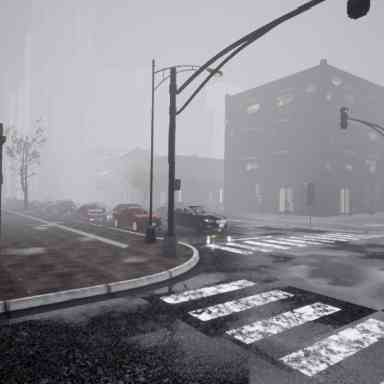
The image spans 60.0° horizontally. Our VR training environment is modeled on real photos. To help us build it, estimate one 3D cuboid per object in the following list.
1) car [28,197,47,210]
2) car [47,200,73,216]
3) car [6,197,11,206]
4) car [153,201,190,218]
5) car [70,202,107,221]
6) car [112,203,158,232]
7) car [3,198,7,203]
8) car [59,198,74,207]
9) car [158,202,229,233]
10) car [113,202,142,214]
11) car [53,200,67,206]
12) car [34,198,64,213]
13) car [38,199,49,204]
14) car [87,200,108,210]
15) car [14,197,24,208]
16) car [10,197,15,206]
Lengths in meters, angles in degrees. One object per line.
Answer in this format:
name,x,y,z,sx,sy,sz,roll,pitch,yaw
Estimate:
car,-22.729,1.891,48.534,1.752,1.417,4.829,1,-1,-35
car,-13.757,1.791,35.569,1.947,1.339,4.313,1,-1,-35
car,-35.276,2.131,66.599,1.947,1.339,4.313,1,-1,-35
car,-2.150,1.761,34.040,1.967,1.590,4.097,1,-1,-35
car,-8.603,1.729,28.190,1.802,1.307,4.206,1,-1,-35
car,-3.447,1.615,20.812,1.887,1.381,4.507,1,-1,-35
car,-38.444,1.930,71.138,2.192,1.841,5.009,1,-1,-35
car,-25.237,2.114,66.861,1.967,1.590,4.097,1,-1,-35
car,0.225,1.592,20.314,2.128,1.511,4.902,1,-1,-35
car,-8.352,1.965,42.904,2.008,1.369,4.403,1,-1,-35
car,-28.405,2.306,71.395,1.802,1.307,4.206,1,-1,-35
car,-18.054,1.843,41.771,2.008,1.369,4.403,1,-1,-35
car,-38.009,2.402,85.142,1.752,1.417,4.829,1,-1,-35
car,-14.830,2.038,52.083,1.752,1.417,4.829,1,-1,-35
car,-29.120,2.012,57.775,1.887,1.381,4.507,1,-1,-35
car,-32.107,2.080,62.064,1.947,1.339,4.313,1,-1,-35
